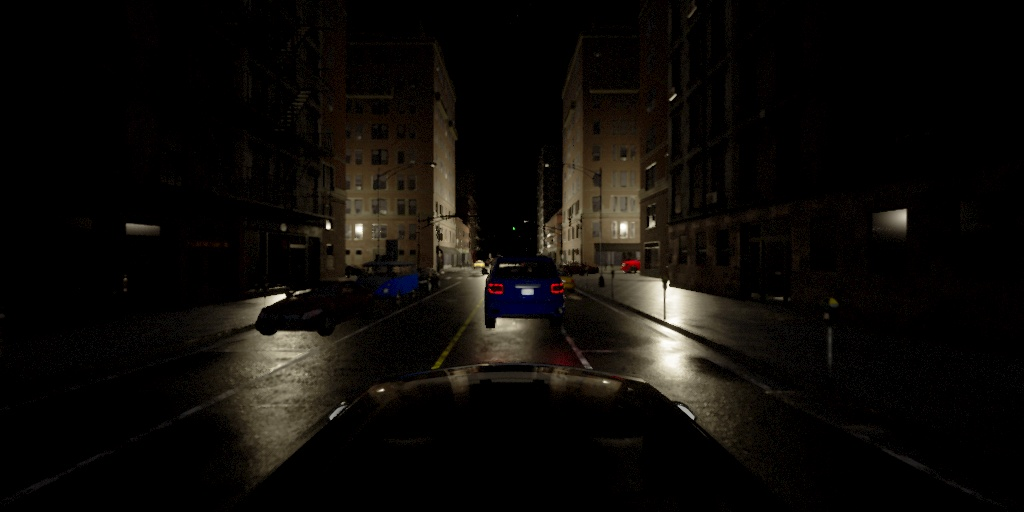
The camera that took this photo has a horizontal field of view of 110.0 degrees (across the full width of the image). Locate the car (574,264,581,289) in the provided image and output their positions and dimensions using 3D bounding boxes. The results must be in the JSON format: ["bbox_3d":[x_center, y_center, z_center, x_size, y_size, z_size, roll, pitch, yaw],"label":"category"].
[{"bbox_3d":[2.655,1.329,21.404,1.751,1.417,4.829,0,0,0],"label":"car"}]

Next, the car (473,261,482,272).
[{"bbox_3d":[-5.355,1.433,59.031,1.751,1.417,4.829,0,0,0],"label":"car"}]

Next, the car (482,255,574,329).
[{"bbox_3d":[0.216,0.997,11.544,2.150,2.045,5.566,0,0,-4],"label":"car"}]

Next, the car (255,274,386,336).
[{"bbox_3d":[-5.389,1.356,10.425,1.802,1.307,4.207,0,0,0],"label":"car"}]

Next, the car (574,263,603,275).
[{"bbox_3d":[7.348,1.369,37.718,4.181,1.385,1.994,-1,0,-7],"label":"car"}]

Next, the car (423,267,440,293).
[{"bbox_3d":[-5.380,1.354,21.238,2.007,1.370,4.403,0,0,0],"label":"car"}]

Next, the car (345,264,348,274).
[{"bbox_3d":[-17.570,1.504,38.294,4.181,1.385,1.994,0,0,0],"label":"car"}]

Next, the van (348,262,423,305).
[{"bbox_3d":[-5.384,1.129,15.831,1.690,1.789,3.998,0,0,0],"label":"van"}]

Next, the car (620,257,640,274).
[{"bbox_3d":[15.356,0.988,41.278,5.566,2.045,2.150,0,0,0],"label":"car"}]
